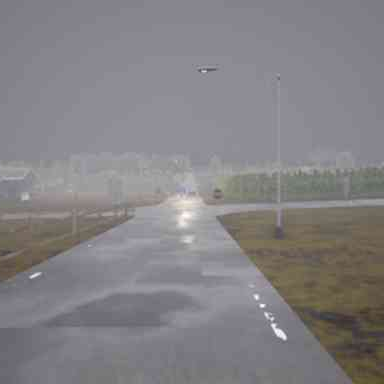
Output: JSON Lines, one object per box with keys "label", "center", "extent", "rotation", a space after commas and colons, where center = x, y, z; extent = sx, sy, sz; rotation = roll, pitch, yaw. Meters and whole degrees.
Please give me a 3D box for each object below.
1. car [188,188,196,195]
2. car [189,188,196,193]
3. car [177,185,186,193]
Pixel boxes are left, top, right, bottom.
{"label": "car", "center": [0.012, 0.060, 83.003], "extent": [1.812, 1.442, 4.674], "rotation": [0, 2, 0]}
{"label": "car", "center": [0.014, -0.447, 93.021], "extent": [1.895, 1.301, 4.718], "rotation": [0, 3, 0]}
{"label": "car", "center": [-2.738, -0.776, 87.115], "extent": [2.150, 2.045, 5.566], "rotation": [0, 2, 0]}
